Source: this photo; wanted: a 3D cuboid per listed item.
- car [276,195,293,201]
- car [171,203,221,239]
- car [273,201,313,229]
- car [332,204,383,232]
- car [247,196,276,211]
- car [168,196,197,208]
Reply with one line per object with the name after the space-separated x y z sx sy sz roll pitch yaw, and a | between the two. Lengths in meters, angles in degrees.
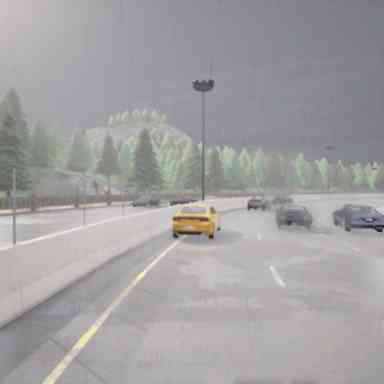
13.041 1.138 47.418 1.837 1.490 4.892 0 0 32 | car
0.333 1.345 16.705 1.882 1.535 5.008 0 0 10 | car
6.136 1.443 20.381 1.895 1.301 4.718 0 0 13 | car
9.344 1.404 18.917 2.033 1.411 5.357 0 0 13 | car
7.264 1.213 35.651 2.128 1.511 4.902 0 0 24 | car
-1.134 1.261 42.826 1.895 1.301 4.718 0 0 25 | car
